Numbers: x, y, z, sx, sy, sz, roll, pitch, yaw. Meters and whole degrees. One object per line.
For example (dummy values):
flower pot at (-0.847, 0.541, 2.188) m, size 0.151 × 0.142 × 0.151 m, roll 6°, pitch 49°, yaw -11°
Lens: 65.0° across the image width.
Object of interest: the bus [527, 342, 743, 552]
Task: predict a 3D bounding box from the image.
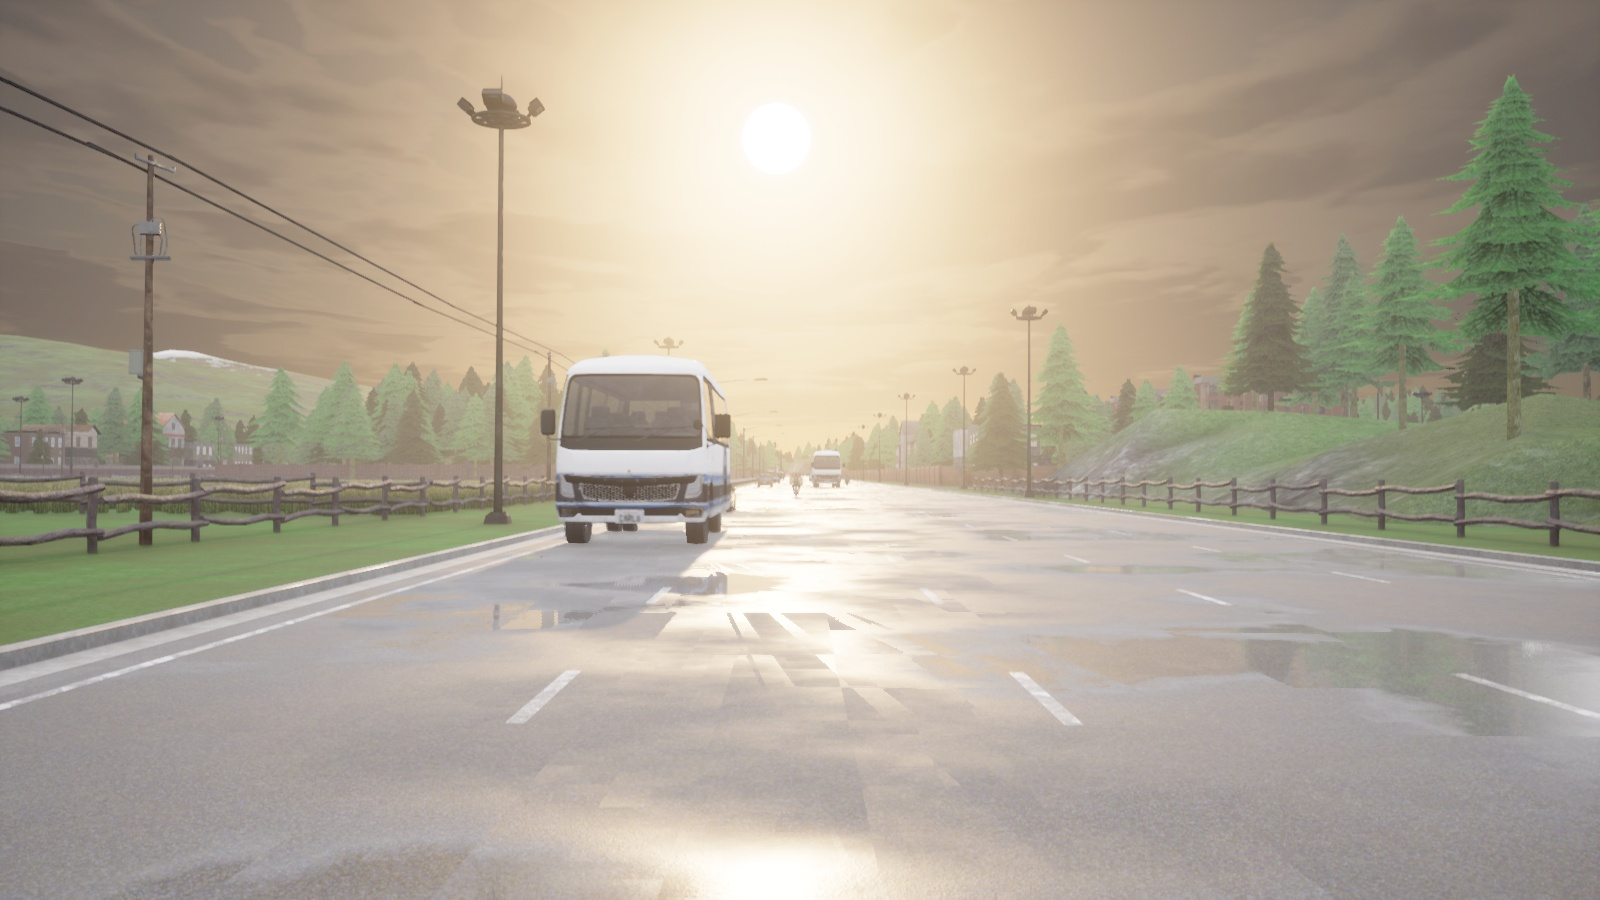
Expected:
bus at (-3.593, 0.028, 30.716) m, size 3.944 × 4.253 × 10.273 m, roll 0°, pitch -1°, yaw 0°
